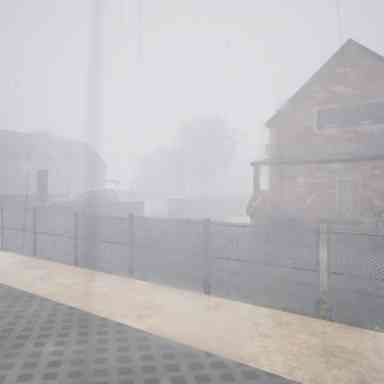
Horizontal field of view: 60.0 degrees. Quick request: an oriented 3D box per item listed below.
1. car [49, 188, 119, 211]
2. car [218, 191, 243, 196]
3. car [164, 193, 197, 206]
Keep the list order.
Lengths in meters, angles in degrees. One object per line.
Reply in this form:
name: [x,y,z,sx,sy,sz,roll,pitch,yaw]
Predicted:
car: [-8.192,0.761,25.808,2.150,2.045,5.566,1,2,37]
car: [5.250,0.548,44.559,2.033,1.411,5.357,1,2,36]
car: [-1.122,0.820,35.704,1.994,1.385,4.181,1,2,36]
